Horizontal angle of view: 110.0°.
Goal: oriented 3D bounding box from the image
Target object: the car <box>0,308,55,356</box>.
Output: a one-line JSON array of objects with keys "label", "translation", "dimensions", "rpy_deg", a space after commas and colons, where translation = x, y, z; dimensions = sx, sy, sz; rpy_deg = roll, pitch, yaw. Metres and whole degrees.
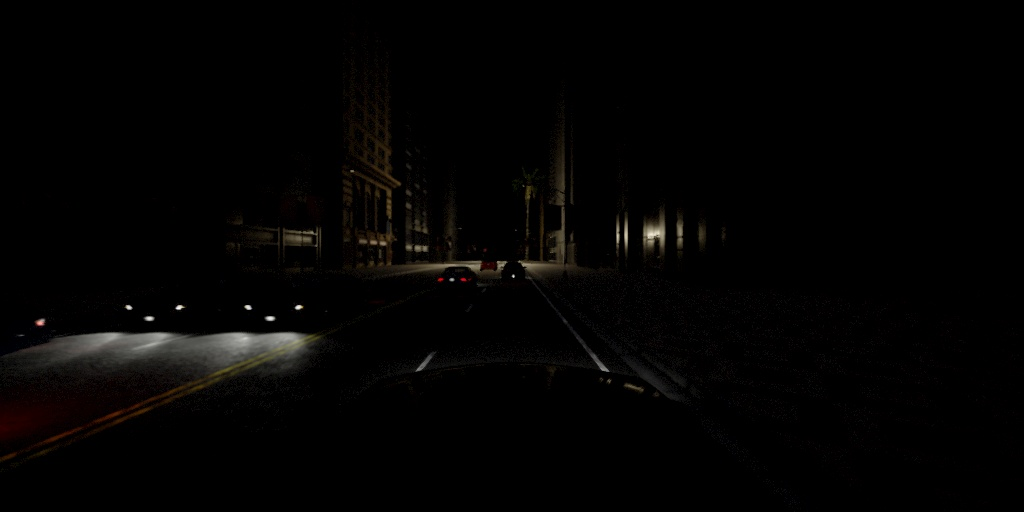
[{"label": "car", "translation": [-9.813, 1.298, 4.477], "dimensions": [2.033, 1.411, 5.357], "rpy_deg": [0, 0, 0]}]

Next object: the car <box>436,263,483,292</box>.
[{"label": "car", "translation": [-3.149, 1.302, 21.312], "dimensions": [2.033, 1.411, 5.357], "rpy_deg": [0, 0, 0]}]

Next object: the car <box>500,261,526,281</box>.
[{"label": "car", "translation": [0.104, 1.262, 29.792], "dimensions": [1.837, 1.490, 4.892], "rpy_deg": [0, 0, 0]}]

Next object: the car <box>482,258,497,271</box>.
[{"label": "car", "translation": [-3.143, 1.114, 49.746], "dimensions": [2.097, 1.767, 4.553], "rpy_deg": [0, 0, 0]}]

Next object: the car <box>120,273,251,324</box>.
[{"label": "car", "translation": [-9.749, 1.299, 12.297], "dimensions": [2.033, 1.411, 5.357], "rpy_deg": [0, 0, 0]}]

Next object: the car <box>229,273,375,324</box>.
[{"label": "car", "translation": [-6.498, 1.299, 12.296], "dimensions": [2.033, 1.411, 5.357], "rpy_deg": [0, 0, 0]}]
